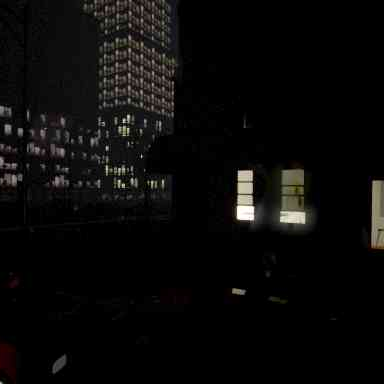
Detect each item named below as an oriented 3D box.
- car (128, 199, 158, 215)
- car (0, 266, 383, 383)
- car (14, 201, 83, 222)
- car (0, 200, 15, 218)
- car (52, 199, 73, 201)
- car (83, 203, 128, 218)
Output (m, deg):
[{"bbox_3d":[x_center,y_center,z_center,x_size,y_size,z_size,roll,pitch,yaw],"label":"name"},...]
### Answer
[{"bbox_3d":[-5.543,1.773,36.483,1.802,1.307,4.206,1,0,34],"label":"car"},{"bbox_3d":[-0.024,1.544,2.839,4.507,1.381,1.887,0,1,34],"label":"car"},{"bbox_3d":[-11.721,1.690,27.428,2.008,1.369,4.403,1,0,34],"label":"car"},{"bbox_3d":[-17.559,1.539,29.367,1.837,1.490,4.892,1,1,34],"label":"car"},{"bbox_3d":[-15.167,1.474,37.700,1.967,1.590,4.097,1,0,34],"label":"car"},{"bbox_3d":[-8.631,1.731,31.956,1.947,1.339,4.313,1,0,34],"label":"car"}]
